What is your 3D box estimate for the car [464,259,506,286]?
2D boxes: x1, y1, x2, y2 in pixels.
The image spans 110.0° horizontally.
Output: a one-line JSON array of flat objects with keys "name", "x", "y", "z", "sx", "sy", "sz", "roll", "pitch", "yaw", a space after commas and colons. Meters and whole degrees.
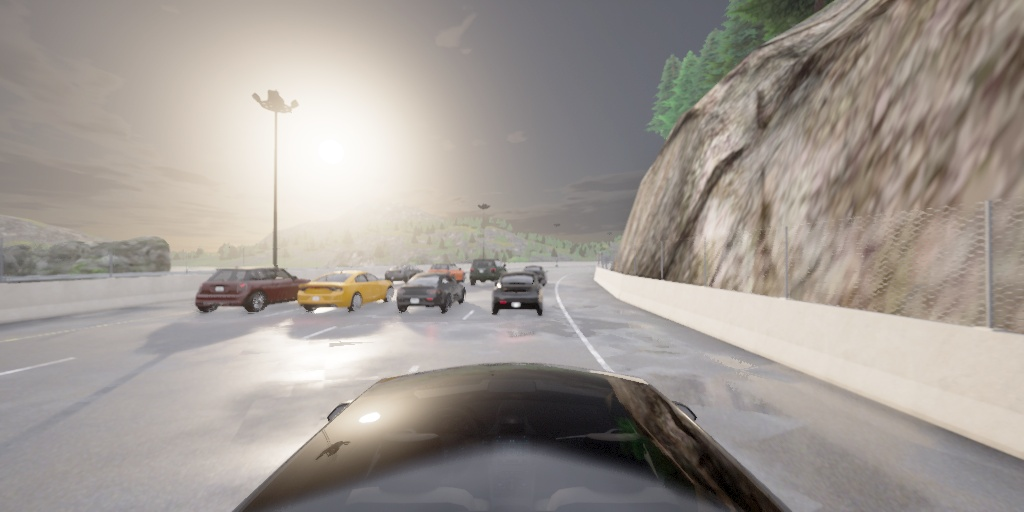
[{"name": "car", "x": -1.760, "y": 1.216, "z": 28.180, "sx": 2.150, "sy": 2.045, "sz": 5.566, "roll": 0, "pitch": 0, "yaw": 8}]

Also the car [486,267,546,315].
[{"name": "car", "x": 0.304, "y": 1.378, "z": 14.352, "sx": 1.837, "sy": 1.490, "sz": 4.892, "roll": 0, "pitch": 0, "yaw": 4}]

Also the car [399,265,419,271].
[{"name": "car", "x": -8.637, "y": 1.498, "z": 29.470, "sx": 2.128, "sy": 1.511, "sz": 4.902, "roll": 0, "pitch": 0, "yaw": 9}]

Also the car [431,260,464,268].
[{"name": "car", "x": -5.209, "y": 1.352, "z": 28.756, "sx": 2.097, "sy": 1.767, "sz": 4.553, "roll": 0, "pitch": -1, "yaw": 9}]

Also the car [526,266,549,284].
[{"name": "car", "x": 1.750, "y": 1.508, "z": 27.938, "sx": 1.837, "sy": 1.490, "sz": 4.892, "roll": 0, "pitch": 0, "yaw": 9}]

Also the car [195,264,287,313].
[{"name": "car", "x": -10.193, "y": 1.214, "z": 14.786, "sx": 2.097, "sy": 1.767, "sz": 4.553, "roll": 0, "pitch": -1, "yaw": 4}]

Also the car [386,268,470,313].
[{"name": "car", "x": -3.182, "y": 1.395, "z": 14.642, "sx": 1.812, "sy": 1.442, "sz": 4.674, "roll": 0, "pitch": 0, "yaw": 4}]

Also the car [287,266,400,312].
[{"name": "car", "x": -6.665, "y": 1.347, "z": 14.976, "sx": 1.882, "sy": 1.535, "sz": 5.008, "roll": 0, "pitch": 0, "yaw": 4}]
